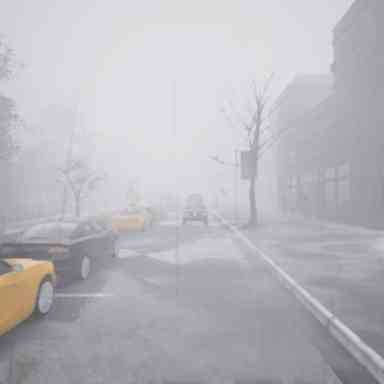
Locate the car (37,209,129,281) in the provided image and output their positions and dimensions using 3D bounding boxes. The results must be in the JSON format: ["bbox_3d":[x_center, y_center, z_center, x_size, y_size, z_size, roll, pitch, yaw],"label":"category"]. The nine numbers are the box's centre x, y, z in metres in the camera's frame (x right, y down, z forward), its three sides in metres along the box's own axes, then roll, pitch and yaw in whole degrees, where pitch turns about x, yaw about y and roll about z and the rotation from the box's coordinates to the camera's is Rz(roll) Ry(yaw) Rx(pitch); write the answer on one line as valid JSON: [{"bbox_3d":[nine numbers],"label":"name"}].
[{"bbox_3d":[-3.601,1.506,10.009,2.097,1.535,5.008,0,0,3],"label":"car"}]

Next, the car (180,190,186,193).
[{"bbox_3d":[-3.144,1.092,90.591,2.185,1.767,4.553,2,2,2],"label":"car"}]

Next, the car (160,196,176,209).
[{"bbox_3d":[-3.451,1.526,37.740,2.097,1.535,5.008,0,0,3],"label":"car"}]

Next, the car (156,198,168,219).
[{"bbox_3d":[-3.511,1.535,26.643,2.097,1.535,5.008,0,0,3],"label":"car"}]

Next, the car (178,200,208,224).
[{"bbox_3d":[0.231,1.567,24.884,2.033,1.411,5.357,0,0,0],"label":"car"}]

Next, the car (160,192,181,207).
[{"bbox_3d":[-3.402,1.255,46.693,2.435,2.045,5.566,0,0,3],"label":"car"}]

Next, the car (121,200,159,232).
[{"bbox_3d":[-3.538,1.513,20.261,1.946,1.575,5.366,0,0,3],"label":"car"}]

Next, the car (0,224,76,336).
[{"bbox_3d":[-3.630,1.490,4.461,2.097,1.535,5.008,0,0,3],"label":"car"}]

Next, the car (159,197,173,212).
[{"bbox_3d":[-3.481,1.541,32.199,2.231,1.521,4.892,0,-1,3],"label":"car"}]

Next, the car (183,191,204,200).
[{"bbox_3d":[0.328,1.249,42.937,2.150,2.045,5.566,0,0,0],"label":"car"}]

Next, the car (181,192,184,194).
[{"bbox_3d":[-3.264,1.474,71.198,1.946,1.575,5.366,0,1,3],"label":"car"}]

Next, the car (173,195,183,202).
[{"bbox_3d":[-3.238,1.492,77.335,2.002,1.452,4.674,0,0,3],"label":"car"}]
